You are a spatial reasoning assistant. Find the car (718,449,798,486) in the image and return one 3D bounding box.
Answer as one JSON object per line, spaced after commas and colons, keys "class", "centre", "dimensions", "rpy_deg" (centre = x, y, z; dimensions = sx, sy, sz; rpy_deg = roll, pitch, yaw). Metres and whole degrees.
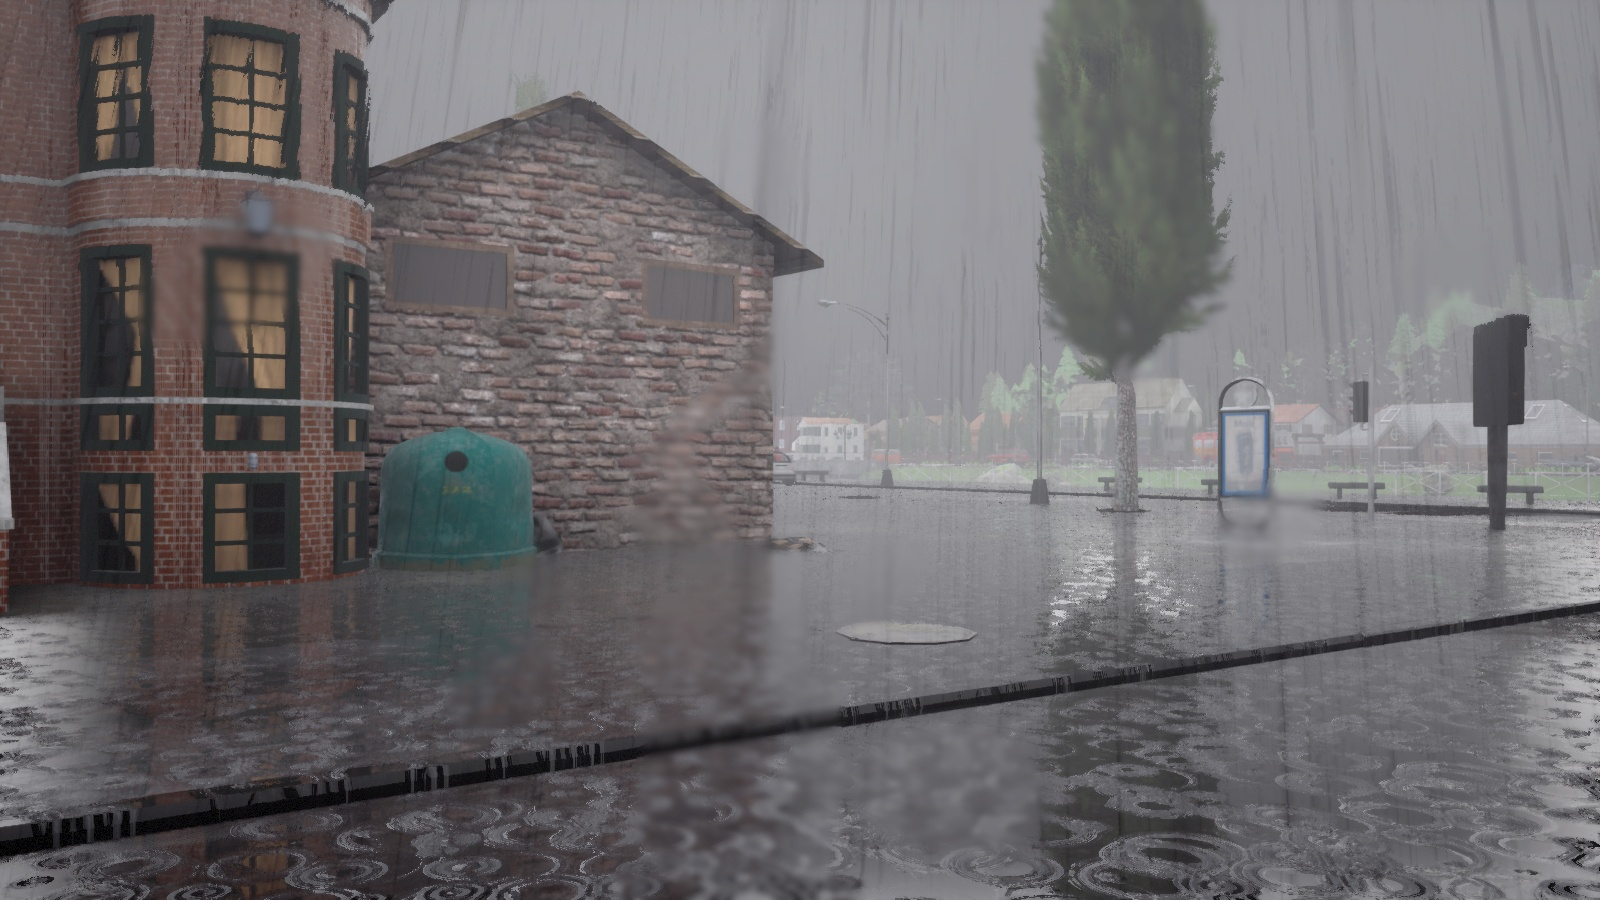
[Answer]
{"class": "car", "centre": [-1.969, 0.790, 58.317], "dimensions": [1.851, 1.617, 3.988], "rpy_deg": [0, 0, -35]}
